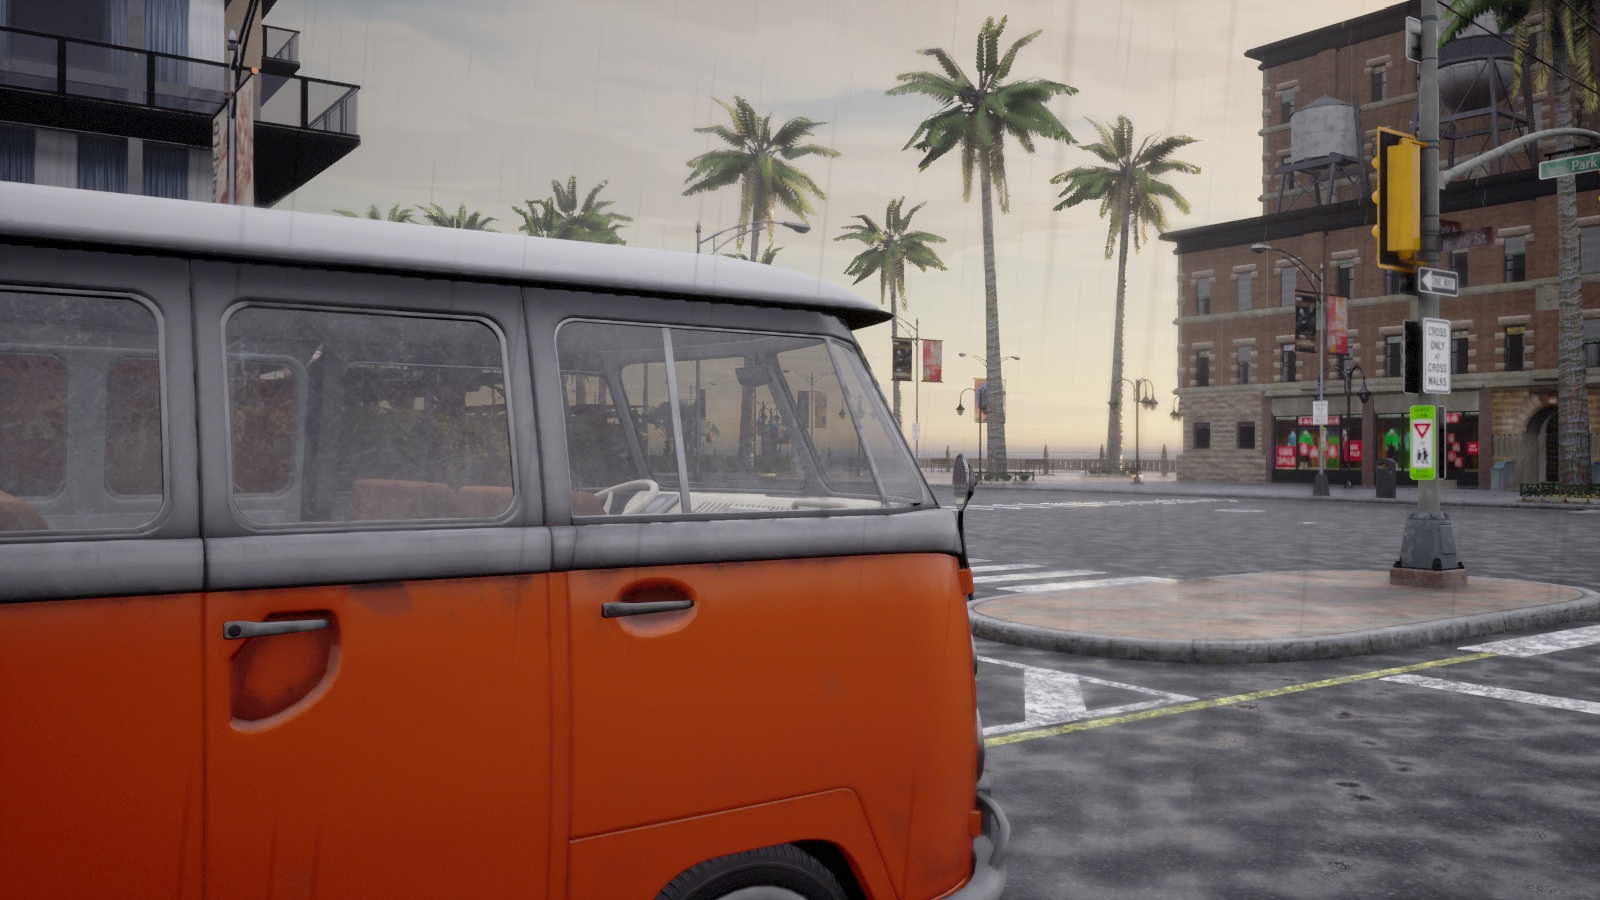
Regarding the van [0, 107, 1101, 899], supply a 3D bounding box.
[{"bbox_3d":[-1.588,0.507,2.554,4.442,1.987,1.775,0,0,-35],"label":"van"}]
